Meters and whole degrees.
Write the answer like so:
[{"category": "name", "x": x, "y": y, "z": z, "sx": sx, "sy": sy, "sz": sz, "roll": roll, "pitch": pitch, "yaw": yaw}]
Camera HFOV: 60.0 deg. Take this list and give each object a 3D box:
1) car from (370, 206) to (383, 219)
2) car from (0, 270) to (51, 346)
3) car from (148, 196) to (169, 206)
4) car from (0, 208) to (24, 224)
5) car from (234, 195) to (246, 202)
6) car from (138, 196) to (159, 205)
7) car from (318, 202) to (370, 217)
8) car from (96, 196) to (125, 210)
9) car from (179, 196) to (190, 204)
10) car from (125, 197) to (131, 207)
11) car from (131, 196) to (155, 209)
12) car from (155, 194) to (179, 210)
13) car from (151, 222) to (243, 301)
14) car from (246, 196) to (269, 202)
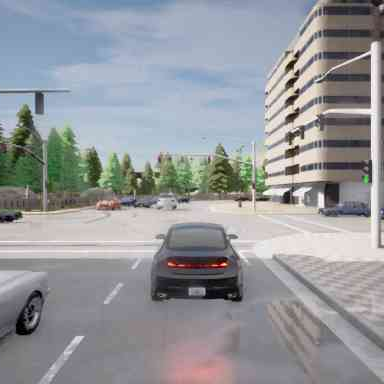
[{"category": "car", "x": 17.703, "y": 1.581, "z": 27.439, "sx": 4.674, "sy": 1.442, "sz": 1.812, "roll": 0, "pitch": 0, "yaw": 0}, {"category": "car", "x": -3.426, "y": 1.601, "z": 3.762, "sx": 1.895, "sy": 1.301, "sz": 4.718, "roll": 0, "pitch": 0, "yaw": 0}, {"category": "car", "x": -5.630, "y": 1.478, "z": 55.848, "sx": 1.882, "sy": 1.535, "sz": 5.008, "roll": 0, "pitch": 0, "yaw": 14}, {"category": "car", "x": -15.278, "y": 1.587, "z": 24.083, "sx": 5.357, "sy": 1.411, "sz": 2.033, "roll": -1, "pitch": 0, "yaw": -8}, {"category": "car", "x": 12.039, "y": 1.478, "z": 76.773, "sx": 5.008, "sy": 1.535, "sz": 1.882, "roll": 0, "pitch": 0, "yaw": -33}, {"category": "car", "x": -7.821, "y": 1.505, "z": 60.748, "sx": 1.837, "sy": 1.490, "sz": 4.892, "roll": 0, "pitch": 0, "yaw": 19}, {"category": "car", "x": 14.607, "y": 1.603, "z": 30.949, "sx": 5.357, "sy": 1.411, "sz": 2.033, "roll": 0, "pitch": 0, "yaw": 0}, {"category": "car", "x": -10.396, "y": 1.352, "z": 41.818, "sx": 2.097, "sy": 1.767, "sz": 4.553, "roll": 0, "pitch": 0, "yaw": 2}, {"category": "car", "x": -2.197, "y": 1.478, "z": 65.331, "sx": 1.882, "sy": 1.535, "sz": 5.008, "roll": 0, "pitch": 0, "yaw": 28}, {"category": "car", "x": -9.864, "y": 1.478, "z": 51.029, "sx": 1.882, "sy": 1.535, "sz": 5.008, "roll": 0, "pitch": 0, "yaw": 7}, {"category": "car", "x": -6.739, "y": 1.564, "z": 46.042, "sx": 1.994, "sy": 1.385, "sz": 4.181, "roll": 0, "pitch": 0, "yaw": 0}, {"category": "car", "x": -3.203, "y": 1.222, "z": 43.548, "sx": 2.150, "sy": 2.045, "sz": 5.566, "roll": 0, "pitch": 0, "yaw": 0}, {"category": "car", "x": 0.117, "y": 1.505, "z": 8.282, "sx": 1.837, "sy": 1.490, "sz": 4.892, "roll": 0, "pitch": 0, "yaw": 1}, {"category": "car", "x": 15.199, "y": 1.595, "z": 74.726, "sx": 4.718, "sy": 1.301, "sz": 1.895, "roll": 0, "pitch": 0, "yaw": -33}]
